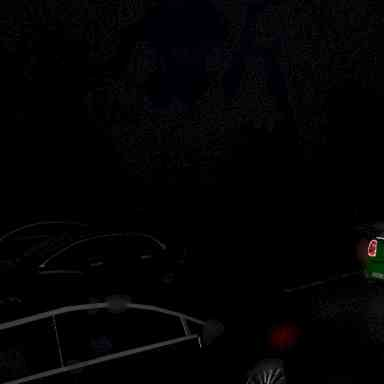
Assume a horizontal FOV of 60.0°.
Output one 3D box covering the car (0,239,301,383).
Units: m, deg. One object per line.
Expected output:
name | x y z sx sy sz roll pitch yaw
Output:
car | -1.037 1.492 2.986 4.902 1.511 2.128 0 0 -36

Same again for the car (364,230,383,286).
car | 6.279 1.352 8.178 4.553 1.767 2.097 0 0 -35

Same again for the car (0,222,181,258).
car | -2.165 1.505 6.736 4.892 1.490 1.837 0 0 -35

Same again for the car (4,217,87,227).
car | -4.450 1.491 9.406 4.902 1.511 2.128 0 0 -35
